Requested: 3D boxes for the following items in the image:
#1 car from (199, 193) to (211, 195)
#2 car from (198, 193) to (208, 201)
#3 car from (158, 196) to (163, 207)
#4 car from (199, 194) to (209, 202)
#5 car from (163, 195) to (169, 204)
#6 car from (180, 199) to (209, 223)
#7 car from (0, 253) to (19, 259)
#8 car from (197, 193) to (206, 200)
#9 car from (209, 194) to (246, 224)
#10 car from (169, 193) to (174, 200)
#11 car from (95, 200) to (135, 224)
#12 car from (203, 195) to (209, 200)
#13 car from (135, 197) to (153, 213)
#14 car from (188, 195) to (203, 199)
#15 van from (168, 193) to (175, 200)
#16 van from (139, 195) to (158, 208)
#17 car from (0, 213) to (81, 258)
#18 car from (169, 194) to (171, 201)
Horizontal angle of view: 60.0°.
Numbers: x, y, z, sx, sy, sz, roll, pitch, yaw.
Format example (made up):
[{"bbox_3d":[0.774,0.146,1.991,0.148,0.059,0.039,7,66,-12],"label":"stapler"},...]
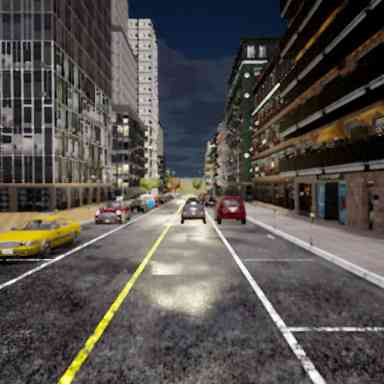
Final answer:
[{"bbox_3d":[2.675,1.223,58.249,2.192,1.841,5.009,-1,0,0],"label":"car"},{"bbox_3d":[2.678,1.180,81.043,2.192,1.841,5.009,-1,0,0],"label":"car"},{"bbox_3d":[-5.668,1.471,46.979,1.887,1.381,4.507,-1,0,0],"label":"car"},{"bbox_3d":[2.680,1.317,75.344,1.967,1.590,4.097,-1,0,0],"label":"car"},{"bbox_3d":[-5.667,1.473,58.375,1.947,1.339,4.313,-1,0,0],"label":"car"},{"bbox_3d":[0.102,1.508,25.159,2.033,1.411,5.357,0,0,0],"label":"car"},{"bbox_3d":[-3.097,1.489,1.393,2.128,1.511,4.902,0,0,0],"label":"car"},{"bbox_3d":[2.679,1.155,92.439,2.192,1.841,5.009,-1,0,0],"label":"car"},{"bbox_3d":[2.671,1.277,24.061,2.192,1.841,5.009,-1,0,0],"label":"car"},{"bbox_3d":[-5.665,1.459,75.469,1.802,1.307,4.206,-1,0,0],"label":"car"},{"bbox_3d":[-5.673,1.402,24.188,1.967,1.590,4.097,-1,0,0],"label":"car"},{"bbox_3d":[2.679,1.492,46.853,1.947,1.339,4.313,-1,0,0],"label":"car"},{"bbox_3d":[-5.669,1.510,35.584,1.947,1.339,4.313,-1,0,0],"label":"car"},{"bbox_3d":[0.102,1.439,41.987,1.837,1.490,4.892,0,0,0],"label":"car"},{"bbox_3d":[-5.710,1.181,92.561,1.690,1.788,3.998,-1,0,0],"label":"van"},{"bbox_3d":[-5.673,1.276,41.282,1.690,1.788,3.998,-1,0,0],"label":"van"},{"bbox_3d":[-5.673,1.506,12.623,1.752,1.417,4.829,-1,0,0],"label":"car"},{"bbox_3d":[-5.666,1.464,64.073,1.947,1.339,4.313,-1,0,0],"label":"car"}]
